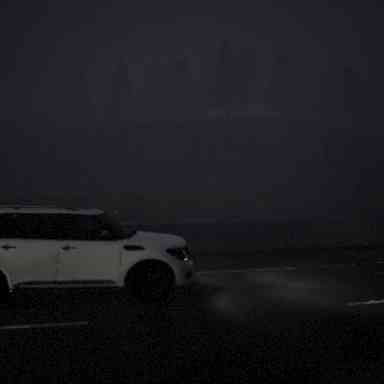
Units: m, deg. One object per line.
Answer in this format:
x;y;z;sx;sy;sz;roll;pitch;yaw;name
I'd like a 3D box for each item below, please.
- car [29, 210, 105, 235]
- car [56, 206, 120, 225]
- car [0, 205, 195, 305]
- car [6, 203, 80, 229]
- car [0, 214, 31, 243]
-7.861;1.903;21.282;4.181;1.385;1.994;0;-1;-7;car
-8.688;1.939;28.180;4.902;1.511;2.128;0;-1;-7;car
-2.742;1.342;7.686;5.566;2.045;2.150;1;-1;-9;car
-10.841;1.742;24.504;4.553;1.767;2.097;0;-1;-5;car
-11.243;1.879;17.406;4.718;1.301;1.895;0;-1;-3;car
